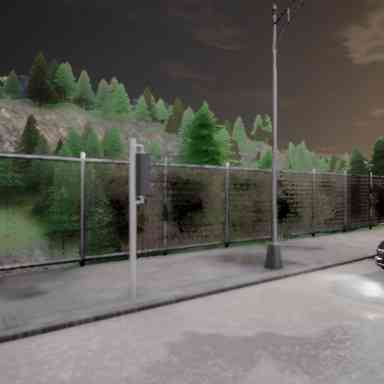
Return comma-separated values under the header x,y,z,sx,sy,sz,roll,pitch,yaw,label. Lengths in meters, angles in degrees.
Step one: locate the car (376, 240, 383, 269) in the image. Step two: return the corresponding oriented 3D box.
x,y,z,sx,sy,sz,roll,pitch,yaw,label
7.325,1.513,9.822,4.892,1.490,1.837,0,0,-35,car
